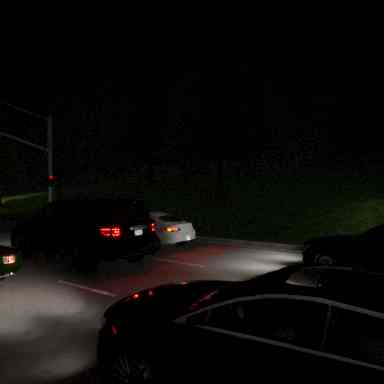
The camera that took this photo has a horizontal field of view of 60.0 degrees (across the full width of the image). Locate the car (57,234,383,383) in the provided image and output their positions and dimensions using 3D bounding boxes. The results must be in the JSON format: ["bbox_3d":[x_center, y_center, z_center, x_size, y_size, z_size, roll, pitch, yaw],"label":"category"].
[{"bbox_3d":[1.119,1.491,3.193,4.902,1.511,2.128,0,0,35],"label":"car"}]

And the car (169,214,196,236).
[{"bbox_3d":[-2.012,1.525,13.977,4.674,1.442,1.812,0,0,36],"label":"car"}]

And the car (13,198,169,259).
[{"bbox_3d":[-3.658,1.221,10.848,5.566,2.045,2.150,0,0,36],"label":"car"}]

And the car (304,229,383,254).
[{"bbox_3d":[4.713,1.548,4.933,5.357,1.411,2.033,0,0,35],"label":"car"}]

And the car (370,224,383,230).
[{"bbox_3d":[5.338,1.526,8.763,4.674,1.442,1.812,0,0,35],"label":"car"}]

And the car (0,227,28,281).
[{"bbox_3d":[-6.423,1.600,8.527,4.718,1.301,1.895,0,0,36],"label":"car"}]
